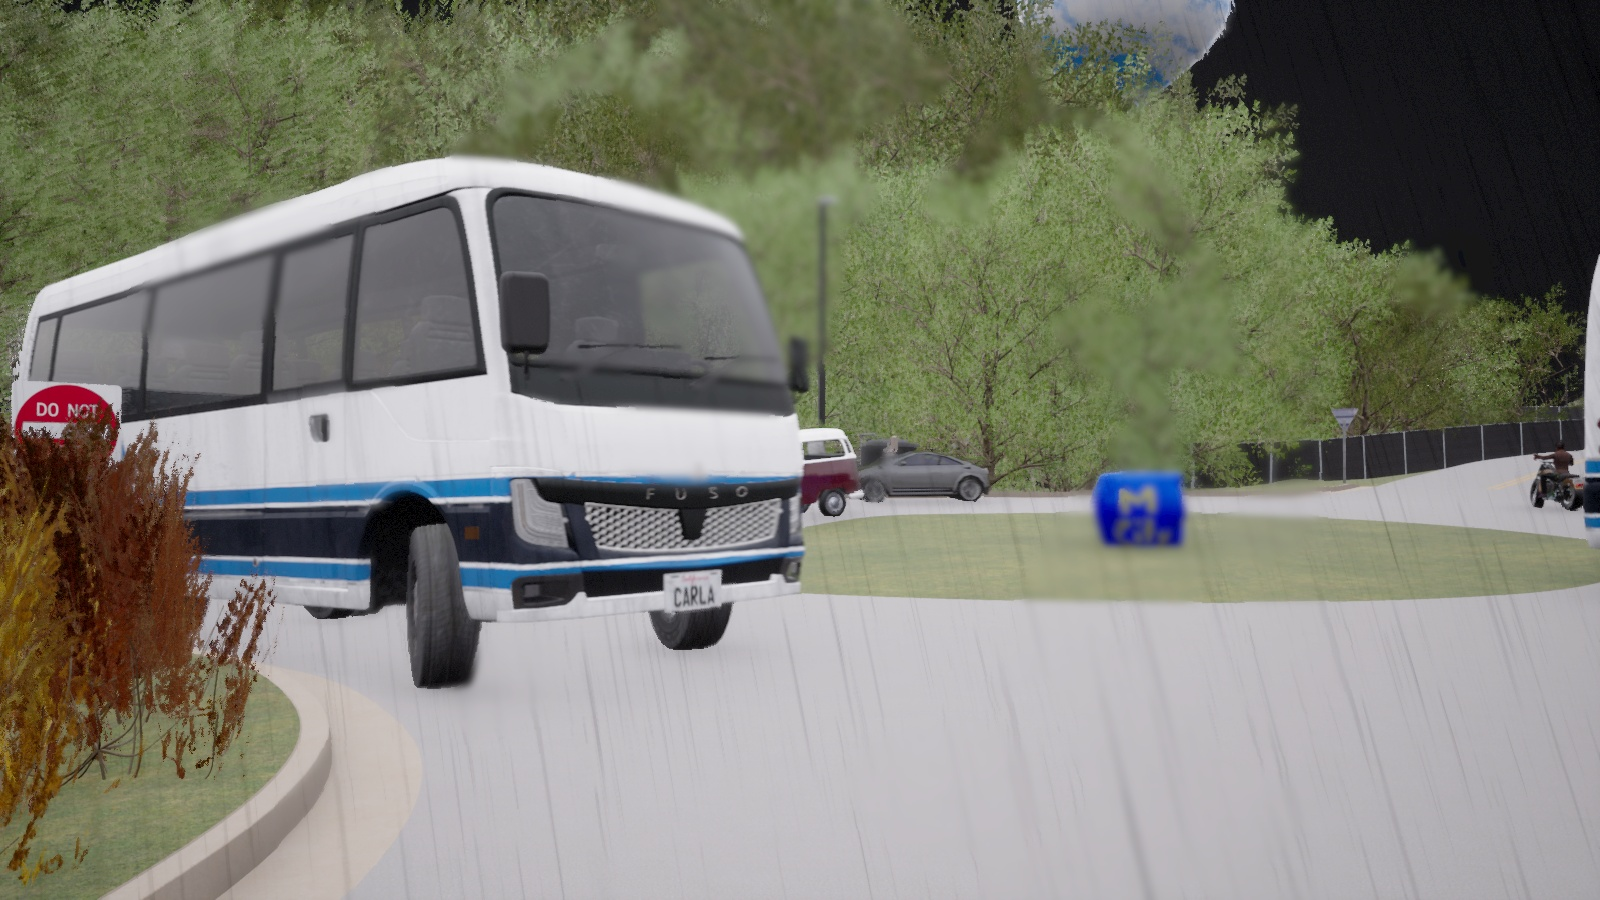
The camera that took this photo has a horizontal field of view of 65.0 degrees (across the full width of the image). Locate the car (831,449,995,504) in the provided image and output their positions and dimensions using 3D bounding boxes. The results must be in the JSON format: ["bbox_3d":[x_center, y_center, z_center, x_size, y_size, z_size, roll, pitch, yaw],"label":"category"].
[{"bbox_3d":[3.074,0.708,34.617,4.181,1.385,1.994,-1,0,-6],"label":"car"}]

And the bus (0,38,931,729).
[{"bbox_3d":[-4.133,-0.162,12.539,10.273,4.253,3.944,-4,-3,40],"label":"bus"}]

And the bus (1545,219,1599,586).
[{"bbox_3d":[13.551,-0.730,17.789,3.944,4.253,10.273,-2,1,37],"label":"bus"}]

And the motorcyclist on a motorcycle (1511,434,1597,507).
[{"bbox_3d":[17.832,0.467,29.752,0.766,1.649,2.350,1,0,5],"label":"motorcyclist on a motorcycle"}]

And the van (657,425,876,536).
[{"bbox_3d":[-0.730,0.633,28.924,4.480,2.038,2.069,-6,3,-33],"label":"van"}]
